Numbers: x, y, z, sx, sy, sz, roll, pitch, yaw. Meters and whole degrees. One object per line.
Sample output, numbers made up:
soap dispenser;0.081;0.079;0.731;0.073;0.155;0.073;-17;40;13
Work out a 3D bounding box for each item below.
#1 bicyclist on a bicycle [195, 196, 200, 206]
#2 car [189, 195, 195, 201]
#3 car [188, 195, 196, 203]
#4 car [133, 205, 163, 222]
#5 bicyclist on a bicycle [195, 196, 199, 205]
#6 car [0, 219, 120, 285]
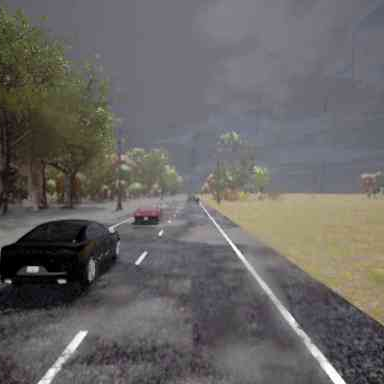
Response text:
bicyclist on a bicycle;0.955;1.539;53.194;0.659;1.776;1.843;0;0;0
car;-0.015;1.657;94.618;1.837;1.490;4.892;0;0;0
car;-0.011;1.568;79.798;2.097;1.767;4.553;0;0;0
car;-3.407;1.685;26.846;1.895;1.301;4.718;0;0;0
bicyclist on a bicycle;0.942;1.636;63.017;0.866;1.612;1.509;0;0;0
car;-3.401;1.508;9.584;1.882;1.535;5.008;0;0;0
